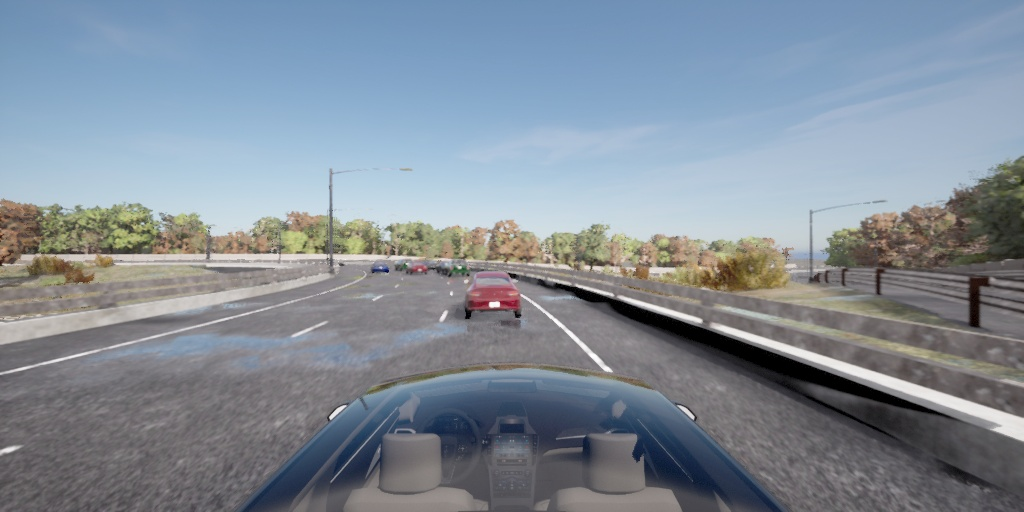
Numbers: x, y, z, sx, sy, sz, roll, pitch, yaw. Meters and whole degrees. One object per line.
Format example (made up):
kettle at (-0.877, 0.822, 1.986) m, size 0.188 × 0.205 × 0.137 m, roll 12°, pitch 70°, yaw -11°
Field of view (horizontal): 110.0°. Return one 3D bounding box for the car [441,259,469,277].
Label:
car at (-5.523, 1.119, 35.717) m, size 2.097 × 1.767 × 4.553 m, roll 0°, pitch 0°, yaw -17°

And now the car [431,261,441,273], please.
car at (-7.576, 1.324, 41.685) m, size 2.033 × 1.411 × 5.357 m, roll 0°, pitch 0°, yaw -22°

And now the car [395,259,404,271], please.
car at (-14.800, 1.164, 49.574) m, size 2.097 × 1.767 × 4.553 m, roll 0°, pitch 0°, yaw -28°

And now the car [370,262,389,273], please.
car at (-16.996, 1.390, 45.952) m, size 1.994 × 1.385 × 4.181 m, roll 0°, pitch 0°, yaw -25°

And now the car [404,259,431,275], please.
car at (-10.510, 1.319, 39.646) m, size 1.812 × 1.442 × 4.674 m, roll 0°, pitch 0°, yaw -23°

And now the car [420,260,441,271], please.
car at (-11.637, 1.359, 51.069) m, size 1.994 × 1.385 × 4.181 m, roll 0°, pitch 0°, yaw -28°

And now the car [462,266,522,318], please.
car at (-0.750, 1.275, 12.915) m, size 1.812 × 1.442 × 4.674 m, roll 0°, pitch 0°, yaw -6°
